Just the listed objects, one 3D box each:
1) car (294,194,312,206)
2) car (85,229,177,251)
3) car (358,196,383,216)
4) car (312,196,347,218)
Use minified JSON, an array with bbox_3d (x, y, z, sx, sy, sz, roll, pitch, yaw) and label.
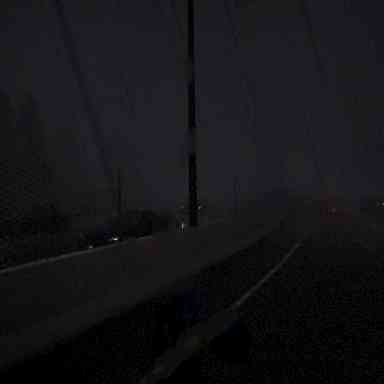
[{"bbox_3d":[13.851,0.953,41.070,1.994,1.385,4.181,-1,0,8],"label":"car"},{"bbox_3d":[-2.138,1.420,12.503,1.812,1.442,4.674,0,1,26],"label":"car"},{"bbox_3d":[14.276,1.039,25.777,2.128,1.511,4.902,-1,1,16],"label":"car"},{"bbox_3d":[10.568,1.074,25.534,1.882,1.535,5.008,-1,1,17],"label":"car"}]
